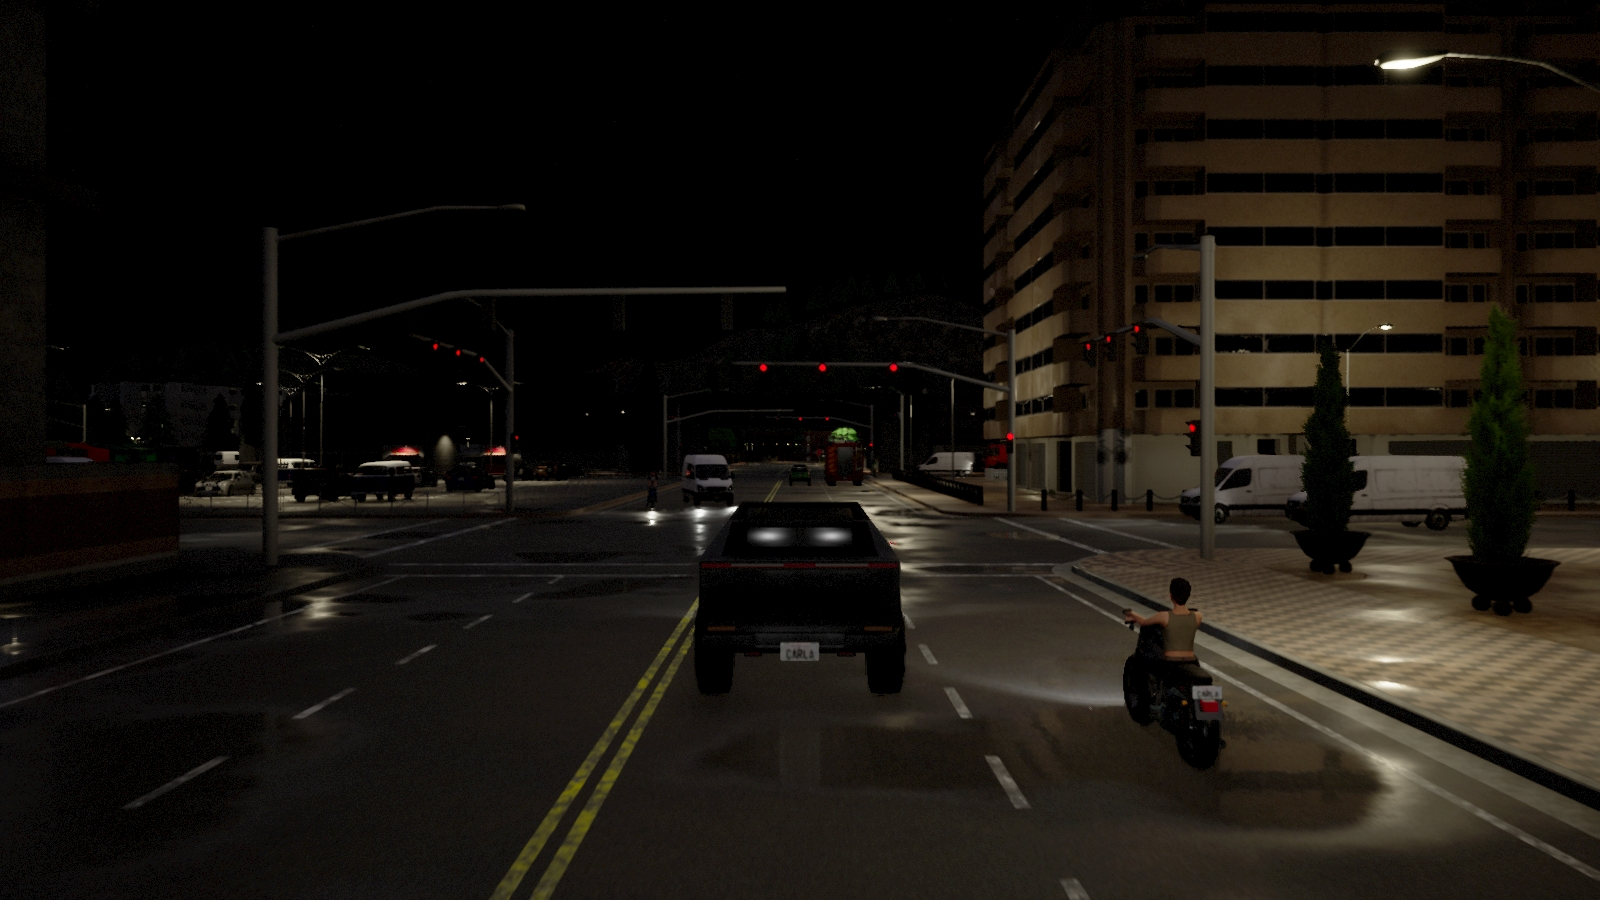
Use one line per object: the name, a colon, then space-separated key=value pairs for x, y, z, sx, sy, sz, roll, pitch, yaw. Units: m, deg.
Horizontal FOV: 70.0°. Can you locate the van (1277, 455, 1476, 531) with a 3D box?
van: x=20.052 y=1.472 z=39.907 sx=5.915 sy=2.561 sz=1.988 roll=0 pitch=0 yaw=0

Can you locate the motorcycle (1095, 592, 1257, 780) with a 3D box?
motorcycle: x=3.499 y=2.152 z=10.880 sx=0.764 sy=1.307 sz=2.356 roll=0 pitch=0 yaw=0

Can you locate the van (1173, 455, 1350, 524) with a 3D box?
van: x=17.463 y=1.471 z=43.394 sx=5.915 sy=2.561 sz=1.988 roll=0 pitch=0 yaw=0

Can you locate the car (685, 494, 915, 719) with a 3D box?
car: x=-0.004 y=1.751 z=15.026 sx=2.390 sy=2.098 sz=6.274 roll=0 pitch=0 yaw=0
